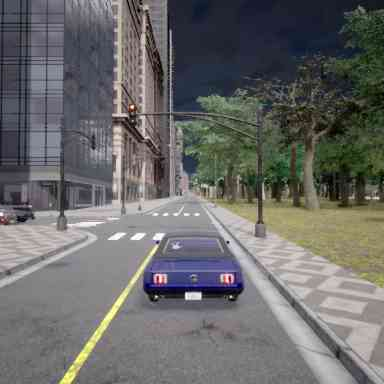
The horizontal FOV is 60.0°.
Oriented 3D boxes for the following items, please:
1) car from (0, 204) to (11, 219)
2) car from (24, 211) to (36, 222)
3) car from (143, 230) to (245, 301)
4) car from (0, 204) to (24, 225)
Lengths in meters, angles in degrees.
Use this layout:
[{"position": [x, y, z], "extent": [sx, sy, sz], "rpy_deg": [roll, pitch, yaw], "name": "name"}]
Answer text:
[{"position": [-18.943, 1.727, 29.819], "extent": [4.313, 1.339, 1.947], "rpy_deg": [0, -1, 0], "name": "car"}, {"position": [-14.279, 1.551, 23.974], "extent": [5.357, 1.411, 2.033], "rpy_deg": [0, -2, 2], "name": "car"}, {"position": [0.020, 1.607, 8.278], "extent": [1.895, 1.301, 4.718], "rpy_deg": [0, 0, 0], "name": "car"}, {"position": [-13.497, 1.372, 21.296], "extent": [4.097, 1.590, 1.967], "rpy_deg": [0, -2, -1], "name": "car"}]
